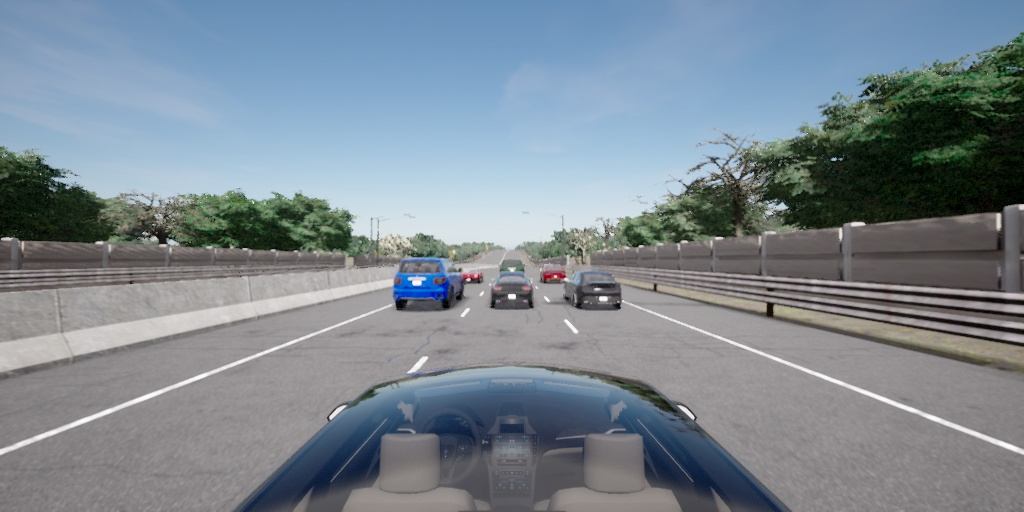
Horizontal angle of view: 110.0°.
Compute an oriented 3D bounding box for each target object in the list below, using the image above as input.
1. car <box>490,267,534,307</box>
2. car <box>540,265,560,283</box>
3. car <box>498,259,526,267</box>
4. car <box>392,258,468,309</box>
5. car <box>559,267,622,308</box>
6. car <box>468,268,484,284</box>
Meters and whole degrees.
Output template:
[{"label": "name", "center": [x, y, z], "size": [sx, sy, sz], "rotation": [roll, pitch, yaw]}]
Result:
[{"label": "car", "center": [0.007, 1.421, 16.213], "size": [1.812, 1.442, 4.674], "rotation": [0, 0, 0]}, {"label": "car", "center": [3.510, 1.542, 31.331], "size": [1.882, 1.535, 5.008], "rotation": [0, -1, 0]}, {"label": "car", "center": [0.005, 1.275, 30.867], "size": [2.150, 2.045, 5.566], "rotation": [0, -1, 0]}, {"label": "car", "center": [-3.497, 1.108, 15.870], "size": [2.150, 2.045, 5.566], "rotation": [0, 0, 0]}, {"label": "car", "center": [3.506, 1.403, 16.146], "size": [1.837, 1.490, 4.892], "rotation": [0, 0, 0]}, {"label": "car", "center": [-3.494, 1.660, 30.947], "size": [1.895, 1.301, 4.718], "rotation": [0, -1, 0]}]
